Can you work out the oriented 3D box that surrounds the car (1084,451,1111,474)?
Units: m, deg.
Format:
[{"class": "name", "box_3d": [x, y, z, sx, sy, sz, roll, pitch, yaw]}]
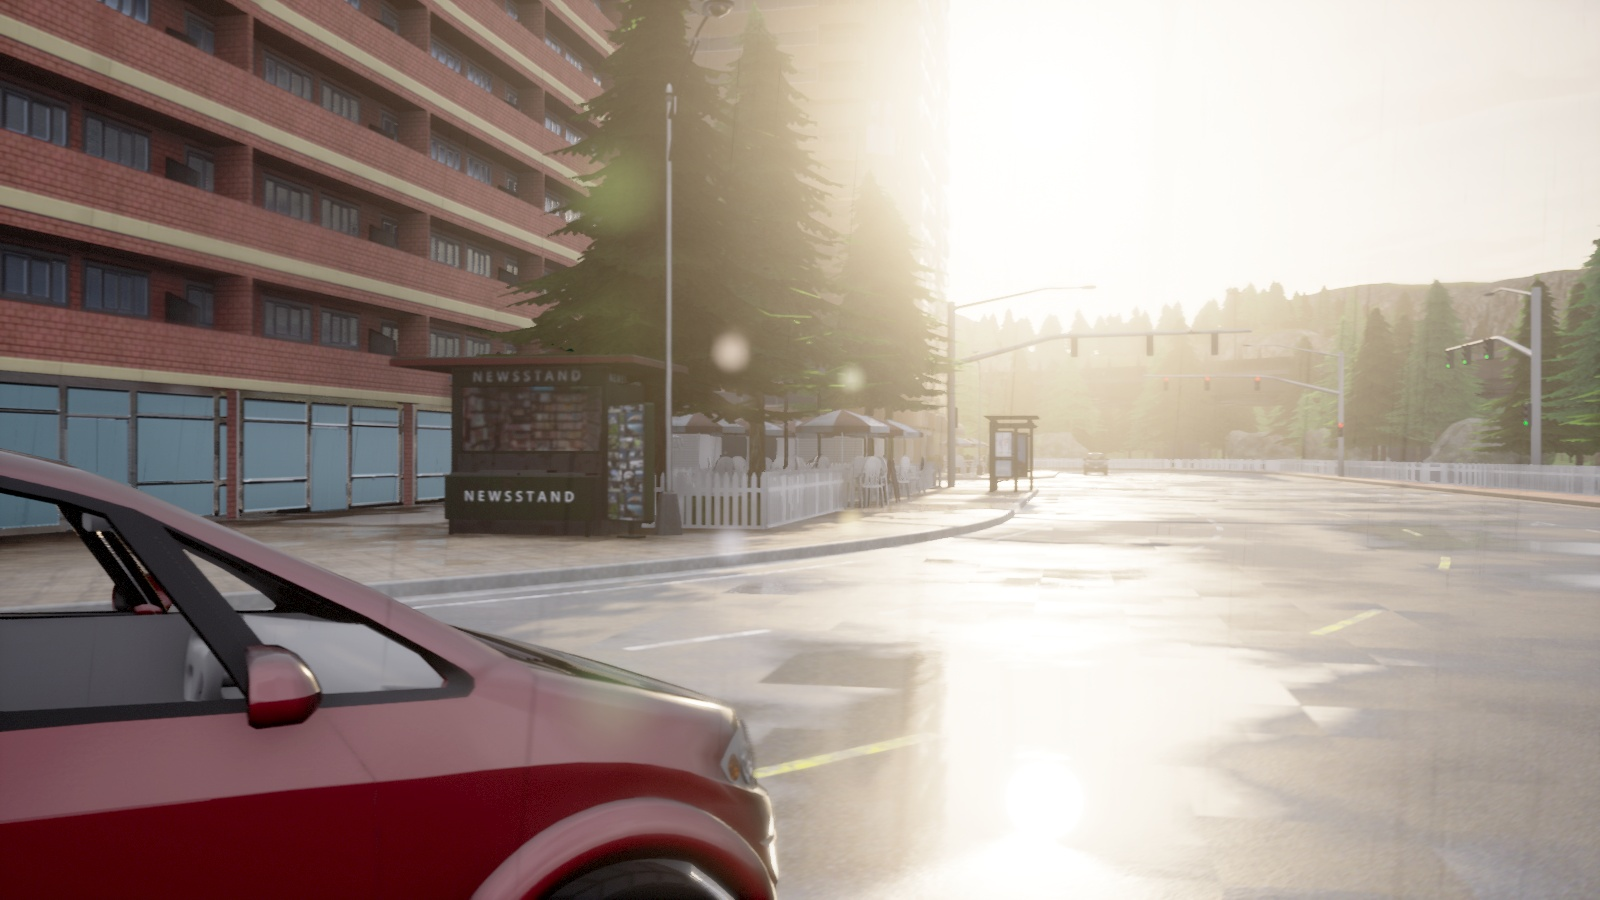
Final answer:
[{"class": "car", "box_3d": [21.728, 0.879, 91.850, 1.851, 1.617, 3.988, 0, 0, 12]}]

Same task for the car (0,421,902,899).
[{"class": "car", "box_3d": [-1.809, 0.736, 2.408, 3.705, 1.549, 1.789, 0, 0, -35]}]
